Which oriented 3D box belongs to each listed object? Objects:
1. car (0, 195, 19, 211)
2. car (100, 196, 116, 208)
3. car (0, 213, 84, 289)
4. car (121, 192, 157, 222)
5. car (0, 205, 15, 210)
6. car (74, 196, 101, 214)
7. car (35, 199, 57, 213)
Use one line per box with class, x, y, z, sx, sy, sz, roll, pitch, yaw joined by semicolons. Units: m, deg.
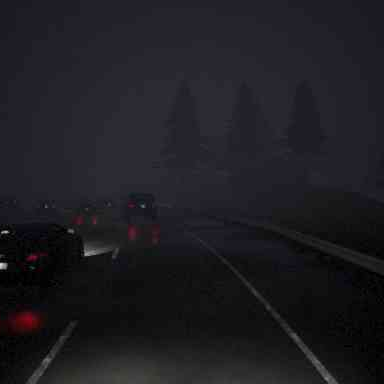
car;-19.999;1.130;36.117;2.097;1.767;4.553;0;1;-27
car;-10.796;1.223;41.063;1.837;1.490;4.892;0;0;-27
car;-4.265;1.506;8.959;1.994;1.385;4.181;0;0;-7
car;-4.052;1.044;24.985;2.150;2.045;5.566;0;0;-16
car;-8.080;1.412;11.235;1.882;1.535;5.008;0;0;-8
car;-10.133;1.313;31.555;1.812;1.442;4.674;0;0;-22
car;-13.947;1.342;31.825;2.033;1.411;5.357;0;0;-24
